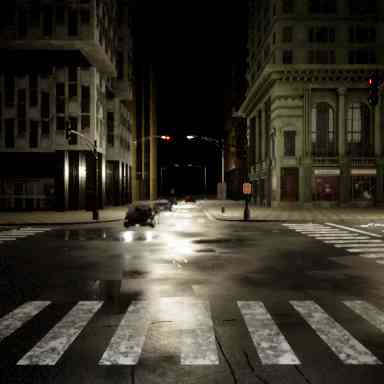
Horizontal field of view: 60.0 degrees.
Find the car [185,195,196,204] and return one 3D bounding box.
[{"bbox_3d":[-0.260,1.451,63.948,1.812,1.442,4.674,0,0,0],"label":"car"}]

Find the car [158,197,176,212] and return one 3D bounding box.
[{"bbox_3d":[-3.237,1.539,37.494,1.994,1.385,4.181,0,0,0],"label":"car"}]

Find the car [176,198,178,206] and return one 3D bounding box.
[{"bbox_3d":[-3.375,1.491,55.690,2.033,1.411,5.357,0,0,0],"label":"car"}]

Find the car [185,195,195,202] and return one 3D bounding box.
[{"bbox_3d":[-0.427,1.454,73.760,1.994,1.385,4.181,0,0,0],"label":"car"}]

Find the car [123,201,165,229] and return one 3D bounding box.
[{"bbox_3d":[-3.138,1.547,21.729,2.033,1.411,5.357,0,0,0],"label":"car"}]
